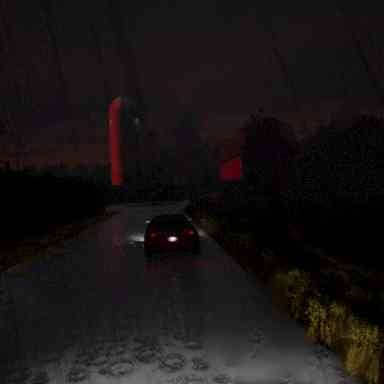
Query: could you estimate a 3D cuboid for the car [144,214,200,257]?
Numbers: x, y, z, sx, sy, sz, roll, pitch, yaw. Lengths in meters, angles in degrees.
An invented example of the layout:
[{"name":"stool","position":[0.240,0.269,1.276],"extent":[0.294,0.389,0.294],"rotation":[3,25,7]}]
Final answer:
[{"name":"car","position":[-0.869,1.566,13.235],"extent":[1.994,1.385,4.181],"rotation":[-3,0,-6]}]
